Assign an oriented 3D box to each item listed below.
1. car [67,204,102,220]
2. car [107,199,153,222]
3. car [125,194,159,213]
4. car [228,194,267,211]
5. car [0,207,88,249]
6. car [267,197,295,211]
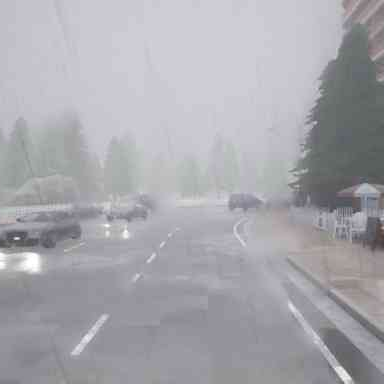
[{"bbox_3d":[-8.811,1.601,25.572,1.895,1.301,4.718,0,0,12],"label":"car"},{"bbox_3d":[-5.042,1.526,26.609,1.812,1.442,4.674,0,0,15],"label":"car"},{"bbox_3d":[-5.563,1.221,35.012,2.150,2.045,5.566,0,0,25],"label":"car"},{"bbox_3d":[6.587,1.222,40.713,2.150,2.045,5.566,0,0,39],"label":"car"},{"bbox_3d":[-6.429,1.563,14.441,1.994,1.385,4.181,0,0,4],"label":"car"},{"bbox_3d":[10.715,1.504,40.072,1.837,1.490,4.892,0,0,43],"label":"car"}]
